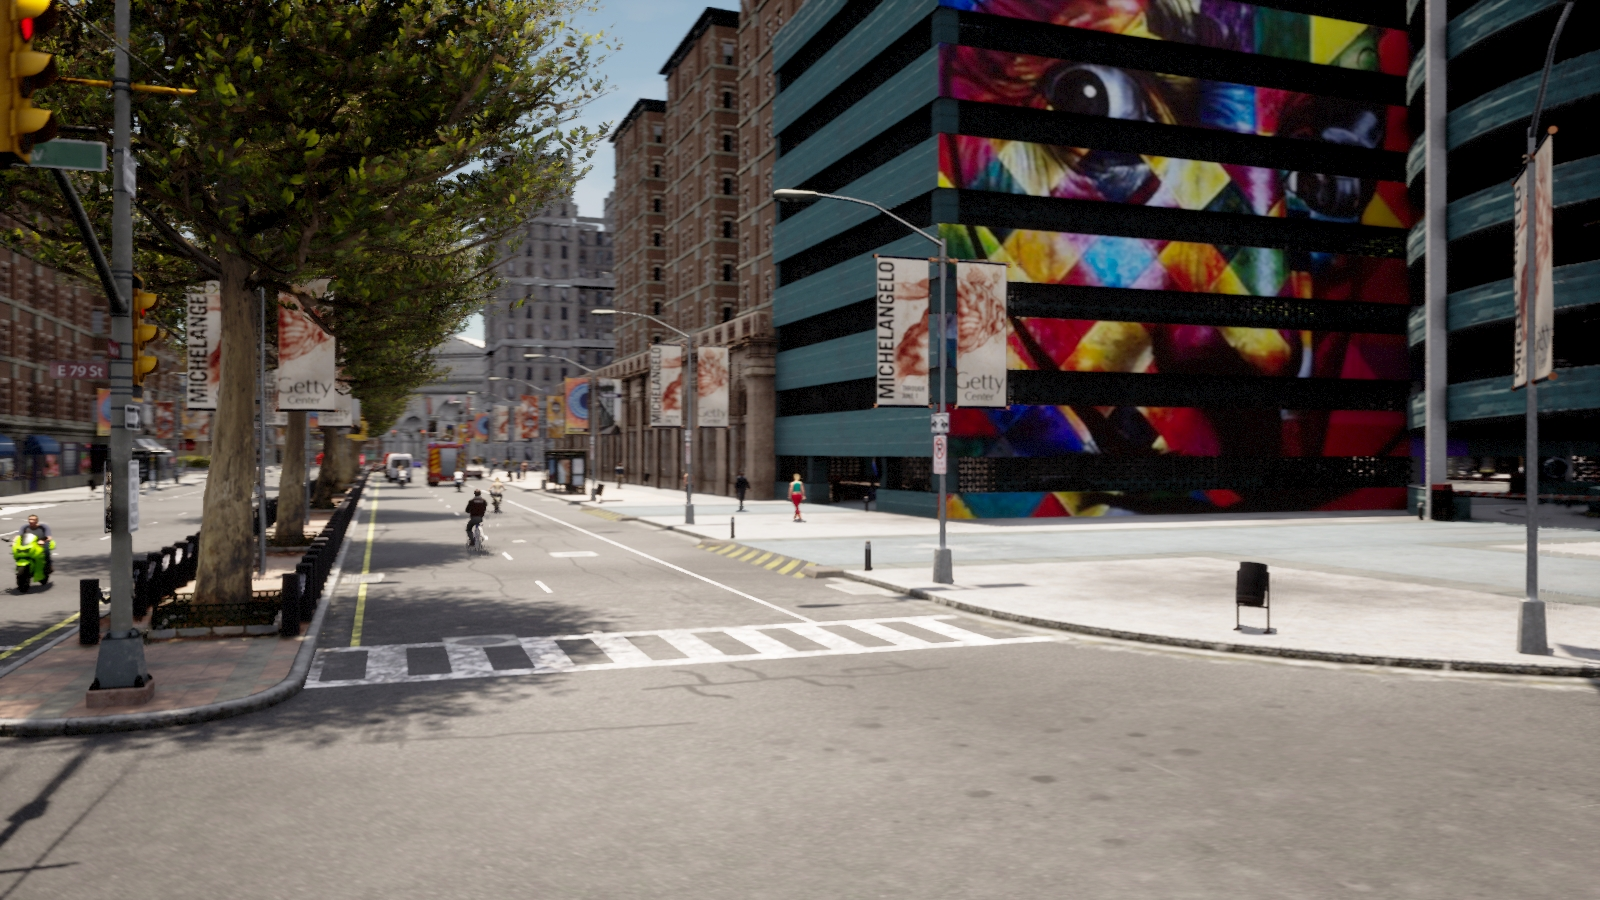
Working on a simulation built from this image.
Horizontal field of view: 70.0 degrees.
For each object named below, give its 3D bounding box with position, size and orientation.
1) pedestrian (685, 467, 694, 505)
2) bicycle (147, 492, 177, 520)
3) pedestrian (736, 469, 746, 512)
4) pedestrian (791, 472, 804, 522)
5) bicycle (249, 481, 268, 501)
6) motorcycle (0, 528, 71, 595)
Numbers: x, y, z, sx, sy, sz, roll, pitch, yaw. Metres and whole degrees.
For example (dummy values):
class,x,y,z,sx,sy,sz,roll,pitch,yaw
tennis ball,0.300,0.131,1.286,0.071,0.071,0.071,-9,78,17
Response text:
class,x,y,z,sx,sy,sz,roll,pitch,yaw
pedestrian,-5.455,1.756,56.451,0.375,1.860,0.375,0,0,0
bicycle,-26.421,2.298,47.314,0.859,1.080,1.487,0,0,-20
pedestrian,-2.559,1.749,49.748,0.375,1.860,0.375,0,0,-14
pedestrian,-0.096,1.743,42.802,0.375,1.860,0.375,0,0,-16
bicycle,-30.742,2.315,64.872,0.859,1.080,1.487,0,0,-20
motorcycle,-15.483,2.232,23.118,0.803,1.145,2.033,0,0,-20
